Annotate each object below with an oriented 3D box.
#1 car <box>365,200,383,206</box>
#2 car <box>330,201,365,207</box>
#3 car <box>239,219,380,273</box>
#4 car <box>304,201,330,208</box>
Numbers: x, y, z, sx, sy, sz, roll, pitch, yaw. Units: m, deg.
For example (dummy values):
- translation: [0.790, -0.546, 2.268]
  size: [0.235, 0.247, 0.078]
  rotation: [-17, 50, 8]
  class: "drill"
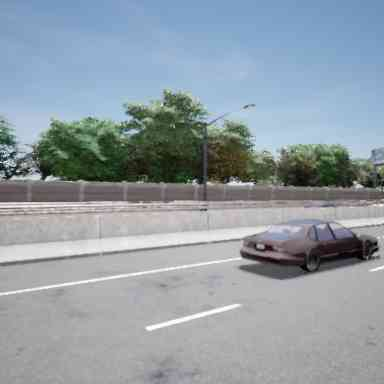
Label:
- translation: [21.425, 1.627, 36.430]
  size: [4.553, 1.767, 2.097]
  rotation: [1, 0, -35]
  class: "car"
- translation: [18.746, 1.760, 38.814]
  size: [4.902, 1.511, 2.128]
  rotation: [1, 0, -35]
  class: "car"
- translation: [3.999, 1.607, 10.885]
  size: [5.357, 1.411, 2.033]
  rotation: [0, 0, -35]
  class: "car"
- translation: [16.226, 1.812, 41.322]
  size: [5.357, 1.411, 2.033]
  rotation: [1, 0, -35]
  class: "car"
